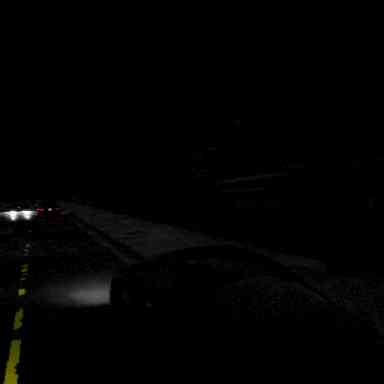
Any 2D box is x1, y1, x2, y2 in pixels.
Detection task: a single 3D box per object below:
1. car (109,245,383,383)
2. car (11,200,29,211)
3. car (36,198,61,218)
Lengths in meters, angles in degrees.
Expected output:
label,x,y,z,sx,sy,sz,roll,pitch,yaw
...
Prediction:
label,x,y,z,sx,sy,sz,roll,pitch,yaw
car,0.161,1.466,4.501,1.812,1.442,4.674,-2,1,-25
car,-22.153,1.658,42.885,1.895,1.301,4.718,-1,0,-25
car,-12.710,1.494,29.577,2.033,1.411,5.357,-1,1,-25
